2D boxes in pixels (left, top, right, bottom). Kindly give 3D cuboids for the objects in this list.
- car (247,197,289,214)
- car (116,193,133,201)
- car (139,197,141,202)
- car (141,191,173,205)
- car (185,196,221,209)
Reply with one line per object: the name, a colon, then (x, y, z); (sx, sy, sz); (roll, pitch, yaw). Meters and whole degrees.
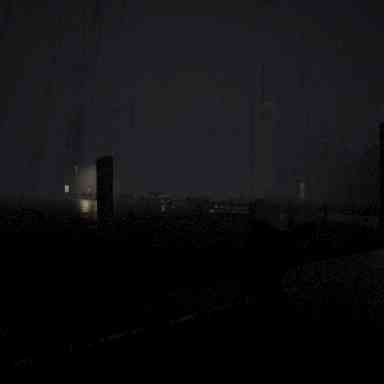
car: (7.421, 1.312, 32.017); (1.837, 1.490, 4.892); (-1, 1, -36)
car: (-13.445, 0.878, 66.049); (1.882, 1.535, 5.008); (-1, 1, -36)
car: (-7.622, 1.025, 57.988); (1.812, 1.442, 4.674); (-1, 1, -35)
car: (-4.934, 0.827, 49.280); (2.150, 2.045, 5.566); (-1, 1, -35)
car: (1.252, 1.255, 40.628); (2.033, 1.411, 5.357); (-1, 1, -36)
